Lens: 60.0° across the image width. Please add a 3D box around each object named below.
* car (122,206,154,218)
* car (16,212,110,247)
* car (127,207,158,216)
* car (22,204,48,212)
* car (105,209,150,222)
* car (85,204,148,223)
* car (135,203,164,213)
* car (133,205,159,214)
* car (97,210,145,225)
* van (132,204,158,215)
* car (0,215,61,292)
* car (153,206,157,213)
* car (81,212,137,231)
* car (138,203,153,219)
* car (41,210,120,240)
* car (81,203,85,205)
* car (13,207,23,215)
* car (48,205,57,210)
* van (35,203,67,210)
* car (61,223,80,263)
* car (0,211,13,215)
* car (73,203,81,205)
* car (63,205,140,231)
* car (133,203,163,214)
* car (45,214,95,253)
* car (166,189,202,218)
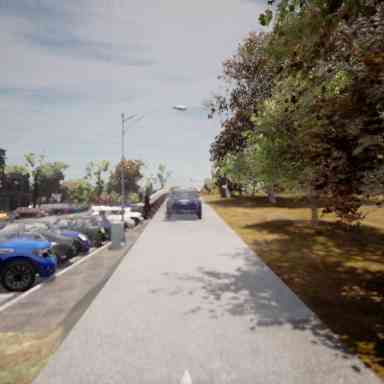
[{"bbox_3d":[-8.468,3.076,52.106,4.553,1.767,2.185,1,-2,-22],"label":"car"},{"bbox_3d":[-7.281,2.219,18.909,4.553,1.767,2.185,1,-1,-22],"label":"car"},{"bbox_3d":[-8.637,3.358,58.149,4.892,1.521,2.231,1,-1,-22],"label":"car"},{"bbox_3d":[-25.425,3.177,52.081,4.553,1.767,2.185,-1,-2,-22],"label":"car"},{"bbox_3d":[-8.304,2.962,42.981,5.366,1.575,1.946,1,-1,-22],"label":"car"},{"bbox_3d":[-7.794,2.483,34.011,5.566,2.045,2.435,1,-2,-22],"label":"car"},{"bbox_3d":[-9.033,3.415,70.254,5.566,2.045,2.435,1,-2,-22],"label":"car"},{"bbox_3d":[-8.815,3.386,64.198,4.553,1.767,2.185,1,-1,-22],"label":"car"},{"bbox_3d":[-7.942,2.813,37.022,4.892,1.521,2.231,1,-2,-22],"label":"car"},{"bbox_3d":[-8.639,3.210,61.223,4.442,1.987,1.878,1,-2,-22],"label":"van"},{"bbox_3d":[-6.982,1.860,9.864,5.566,2.045,2.435,1,-2,-22],"label":"car"},{"bbox_3d":[-8.207,2.795,46.091,5.566,2.045,2.435,1,-2,-22],"label":"car"},{"bbox_3d":[-7.751,2.685,30.961,4.792,1.488,2.163,1,-1,-22],"label":"car"},{"bbox_3d":[-8.061,2.639,40.032,5.566,2.045,2.435,1,-1,-22],"label":"car"},{"bbox_3d":[-7.390,2.297,21.933,4.553,1.767,2.185,1,-1,-22],"label":"car"},{"bbox_3d":[-25.977,3.504,69.848,5.566,2.045,2.435,-1,-2,-22],"label":"car"},{"bbox_3d":[-25.070,3.103,43.236,4.792,1.488,2.163,0,-2,-22],"label":"car"},{"bbox_3d":[-25.495,3.379,55.051,4.892,1.521,2.231,0,-1,-22],"label":"car"},{"bbox_3d":[-25.807,3.305,60.915,4.442,1.987,1.878,-1,-1,-22],"label":"van"},{"bbox_3d":[-7.101,2.190,12.858,4.892,1.521,2.231,1,-1,-22],"label":"car"},{"bbox_3d":[-25.160,2.995,40.187,5.366,1.575,1.946,-1,-1,-22],"label":"car"},{"bbox_3d":[-25.878,3.429,66.892,5.566,2.045,2.435,-1,-2,-22],"label":"car"},{"bbox_3d":[-7.644,2.326,27.948,5.566,2.045,2.435,1,-1,-22],"label":"car"},{"bbox_3d":[-8.970,3.336,67.195,5.566,2.045,2.435,1,-1,-22],"label":"car"},{"bbox_3d":[-7.239,2.140,15.871,4.553,1.767,2.185,1,-2,-22],"label":"car"},{"bbox_3d":[-0.507,0.564,21.155,2.097,1.767,4.553,0,3,-2],"label":"car"}]
